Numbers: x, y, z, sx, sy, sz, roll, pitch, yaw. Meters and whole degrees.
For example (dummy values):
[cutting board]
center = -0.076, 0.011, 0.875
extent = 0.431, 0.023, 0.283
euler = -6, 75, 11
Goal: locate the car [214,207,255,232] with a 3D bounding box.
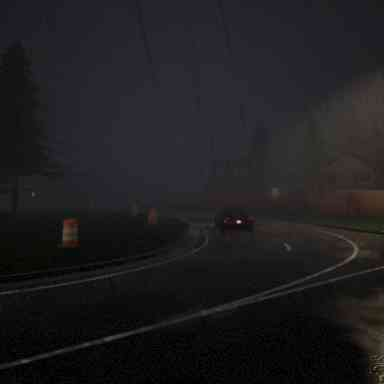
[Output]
[car]
center = 2.519, 1.635, 20.464
extent = 1.994, 1.385, 4.181
euler = 0, 0, -2
